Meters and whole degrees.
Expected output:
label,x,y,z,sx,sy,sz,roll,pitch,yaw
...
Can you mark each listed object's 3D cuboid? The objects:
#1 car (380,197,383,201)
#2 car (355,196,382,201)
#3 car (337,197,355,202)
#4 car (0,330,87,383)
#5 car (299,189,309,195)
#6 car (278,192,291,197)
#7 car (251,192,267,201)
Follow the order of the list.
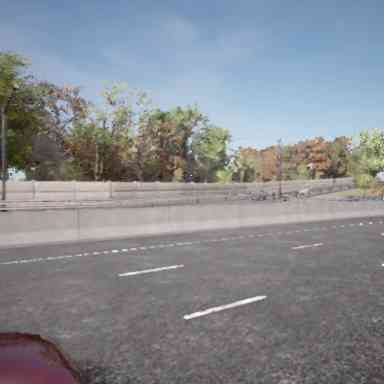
label,x,y,z,sx,sy,sz,roll,pitch,yaw
car,28.414,1.590,45.801,4.718,1.301,1.895,0,0,-35
car,26.440,1.339,48.693,4.553,1.767,2.097,0,0,-35
car,24.413,1.476,51.542,4.902,1.511,2.128,0,0,-35
car,-2.671,1.562,1.843,4.181,1.385,1.994,0,0,-36
car,29.261,-0.062,86.828,1.812,1.442,4.674,0,2,35
car,20.462,0.635,73.844,1.895,1.301,4.718,0,1,32
car,12.286,0.869,60.591,1.837,1.490,4.892,0,1,31
